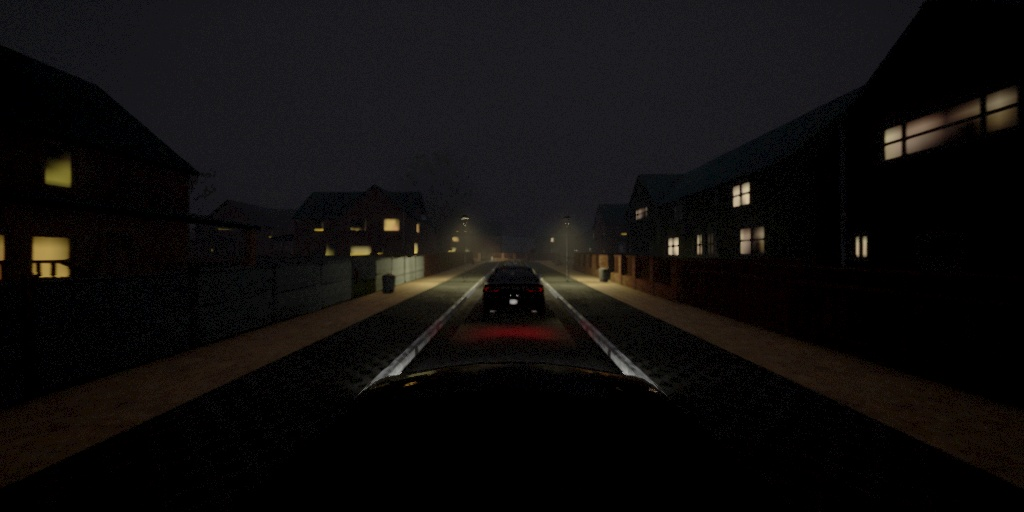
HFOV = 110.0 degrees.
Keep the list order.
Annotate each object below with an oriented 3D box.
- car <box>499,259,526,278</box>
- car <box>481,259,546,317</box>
[{"bbox_3d":[0.063,0.913,27.919,1.895,1.301,4.718,0,1,0],"label":"car"},{"bbox_3d":[0.058,1.053,12.284,1.882,1.535,5.008,0,1,0],"label":"car"}]
